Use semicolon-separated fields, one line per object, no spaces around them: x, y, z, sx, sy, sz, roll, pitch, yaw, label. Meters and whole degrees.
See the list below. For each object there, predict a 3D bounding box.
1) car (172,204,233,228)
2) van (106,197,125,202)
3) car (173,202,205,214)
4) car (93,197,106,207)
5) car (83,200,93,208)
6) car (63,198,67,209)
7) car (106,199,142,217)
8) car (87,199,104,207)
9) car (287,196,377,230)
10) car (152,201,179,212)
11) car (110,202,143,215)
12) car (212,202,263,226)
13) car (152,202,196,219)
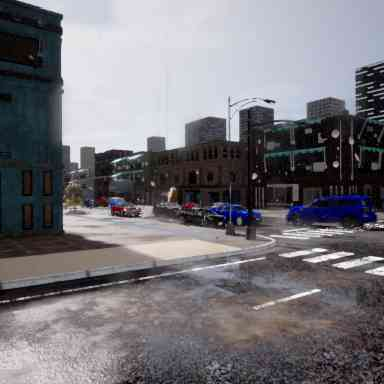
0.682;1.814;24.561;1.947;1.339;4.313;-2;0;-35;car
-13.263;1.907;58.844;1.690;1.788;3.998;-1;0;-35;van
-0.430;1.903;40.799;1.802;1.307;4.206;-2;0;-35;car
-16.470;1.939;63.355;2.192;1.841;5.009;-1;0;-35;car
-19.522;2.194;63.217;1.812;1.442;4.674;-1;0;-35;car
-23.196;2.232;58.360;1.752;1.417;4.829;-1;0;-35;car
-7.262;1.846;35.941;1.967;1.590;4.097;-1;0;-35;car
-19.672;2.227;67.867;1.887;1.381;4.507;-1;0;-35;car
9.183;1.322;22.239;5.566;2.045;2.150;-2;1;42;car
-3.636;1.966;45.310;1.802;1.307;4.206;-2;0;-35;car
-8.319;1.989;41.929;2.033;1.411;5.357;-1;0;-35;car
3.209;1.692;25.697;1.882;1.535;5.008;-1;0;-36;car
-2.189;1.813;33.295;2.128;1.511;4.902;-1;0;-35;car
